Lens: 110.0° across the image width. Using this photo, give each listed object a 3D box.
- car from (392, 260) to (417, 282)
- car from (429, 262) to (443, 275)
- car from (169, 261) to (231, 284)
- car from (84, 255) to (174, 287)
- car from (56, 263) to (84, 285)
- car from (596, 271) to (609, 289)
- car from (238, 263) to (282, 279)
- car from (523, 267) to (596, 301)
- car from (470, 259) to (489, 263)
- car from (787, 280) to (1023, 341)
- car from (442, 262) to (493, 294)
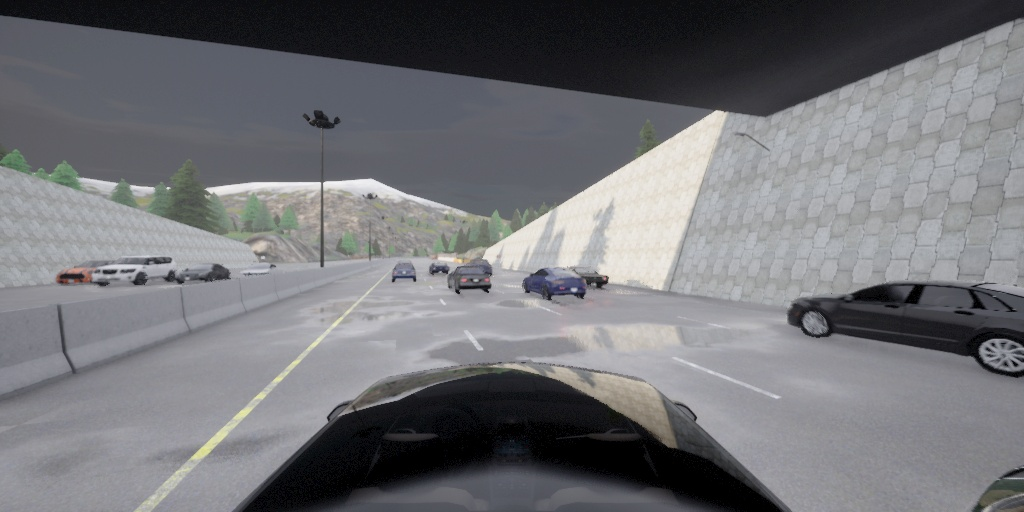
[{"bbox_3d":[-8.739,1.287,29.092,2.033,1.411,5.357,0,0,-17],"label":"car"},{"bbox_3d":[-7.908,1.335,38.617,1.895,1.301,4.718,0,0,-16],"label":"car"},{"bbox_3d":[-22.853,1.269,26.759,1.812,1.442,4.674,0,0,-16],"label":"car"},{"bbox_3d":[-26.005,0.966,25.067,2.150,2.045,5.566,0,0,-16],"label":"car"},{"bbox_3d":[-29.919,1.097,25.974,2.097,1.767,4.553,0,0,-16],"label":"car"},{"bbox_3d":[4.097,1.340,22.716,1.895,1.301,4.718,0,0,-16],"label":"car"},{"bbox_3d":[-19.606,1.267,28.118,1.812,1.442,4.674,0,0,-16],"label":"car"},{"bbox_3d":[1.989,1.268,17.512,1.812,1.442,4.674,0,0,-16],"label":"car"},{"bbox_3d":[-3.399,1.088,35.713,2.097,1.767,4.553,0,0,-16],"label":"car"},{"bbox_3d":[8.595,1.250,7.514,1.837,1.490,4.892,0,0,-17],"label":"car"},{"bbox_3d":[-2.550,1.289,20.507,2.033,1.411,5.357,0,0,-17],"label":"car"}]
